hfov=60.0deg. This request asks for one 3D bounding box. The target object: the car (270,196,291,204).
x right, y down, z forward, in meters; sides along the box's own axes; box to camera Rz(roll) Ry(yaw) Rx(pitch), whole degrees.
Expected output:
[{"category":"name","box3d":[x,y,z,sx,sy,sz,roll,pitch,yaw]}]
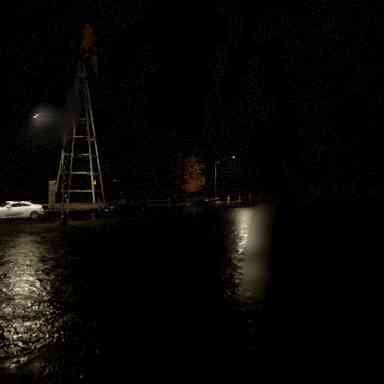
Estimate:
[{"category":"car","box3d":[15.880,1.358,59.368,2.033,1.411,5.357,1,1,40]}]

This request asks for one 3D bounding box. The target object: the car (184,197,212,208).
[{"category":"car","box3d":[0.914,1.363,45.144,1.812,1.442,4.674,1,1,38]}]

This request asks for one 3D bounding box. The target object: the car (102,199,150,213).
[{"category":"car","box3d":[-6.847,1.424,35.120,2.033,1.411,5.357,1,1,37]}]

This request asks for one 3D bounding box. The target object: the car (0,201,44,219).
[{"category":"car","box3d":[-13.963,1.442,25.823,1.812,1.442,4.674,1,1,39]}]
